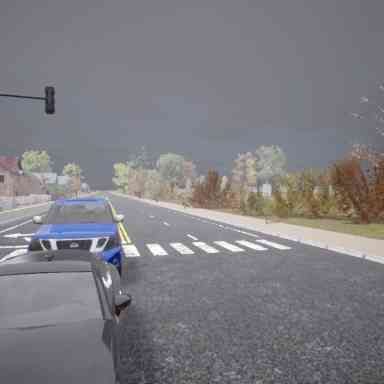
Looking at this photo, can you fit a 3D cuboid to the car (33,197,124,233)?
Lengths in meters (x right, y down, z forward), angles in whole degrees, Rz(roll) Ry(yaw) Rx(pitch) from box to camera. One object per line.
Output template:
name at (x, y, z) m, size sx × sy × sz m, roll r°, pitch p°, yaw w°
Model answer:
car at (-3.336, 1.219, 10.078) m, size 2.150 × 2.045 × 5.566 m, roll 0°, pitch 0°, yaw -15°

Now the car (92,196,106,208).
car at (-13.707, 1.442, 49.350) m, size 1.882 × 1.535 × 5.008 m, roll 0°, pitch 0°, yaw -15°

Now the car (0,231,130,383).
car at (-1.746, 1.525, 3.976) m, size 1.812 × 1.442 × 4.674 m, roll 0°, pitch 0°, yaw -12°

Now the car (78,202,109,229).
car at (-6.712, 1.495, 22.862) m, size 1.837 × 1.490 × 4.892 m, roll 0°, pitch 0°, yaw -15°
